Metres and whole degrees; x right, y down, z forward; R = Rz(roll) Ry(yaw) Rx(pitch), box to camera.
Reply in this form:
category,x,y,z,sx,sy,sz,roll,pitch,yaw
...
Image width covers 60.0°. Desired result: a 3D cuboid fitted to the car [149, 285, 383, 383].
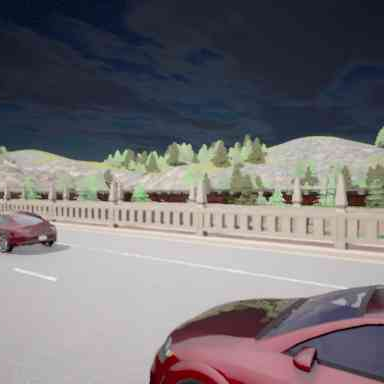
category,x,y,z,sx,sy,sz,roll,pitch,yaw
car,1.634,1.564,2.827,4.181,1.385,1.994,0,0,35

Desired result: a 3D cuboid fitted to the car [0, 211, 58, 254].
category,x,y,z,sx,sy,sz,roll,pitch,yaw
car,-7.340,1.516,13.522,4.674,1.442,1.812,0,0,35
